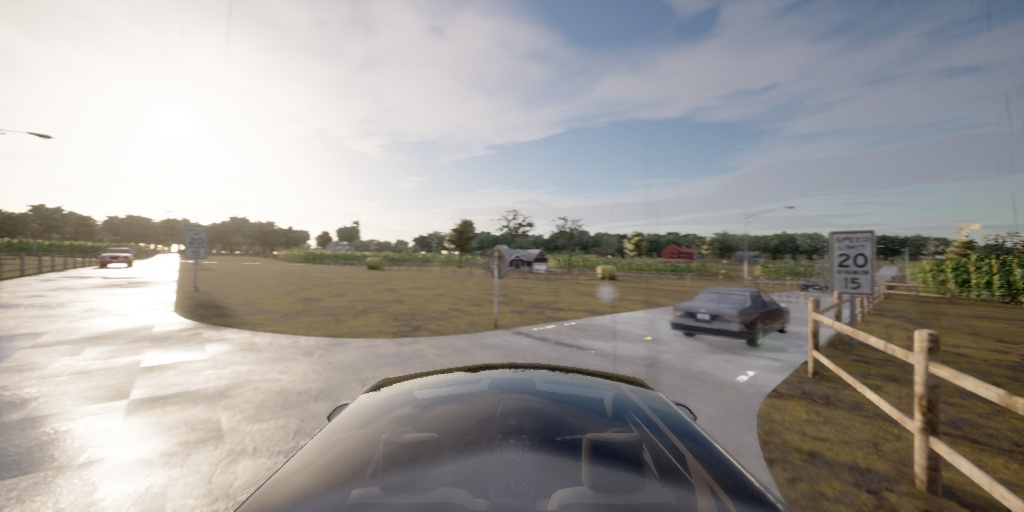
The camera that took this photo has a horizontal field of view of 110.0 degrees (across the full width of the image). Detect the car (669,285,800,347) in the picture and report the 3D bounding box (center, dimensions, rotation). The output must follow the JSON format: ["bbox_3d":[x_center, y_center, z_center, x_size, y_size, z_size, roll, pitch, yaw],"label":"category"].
[{"bbox_3d":[6.526,1.613,10.467,5.357,1.411,2.033,3,-2,-42],"label":"car"}]

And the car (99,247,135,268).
[{"bbox_3d":[-40.944,0.133,37.260,2.150,2.045,5.566,1,0,-43],"label":"car"}]

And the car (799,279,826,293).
[{"bbox_3d":[30.581,3.022,36.256,4.718,1.301,1.895,3,-2,-42],"label":"car"}]

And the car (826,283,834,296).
[{"bbox_3d":[29.392,2.586,31.364,4.553,1.767,2.097,3,-2,-42],"label":"car"}]
